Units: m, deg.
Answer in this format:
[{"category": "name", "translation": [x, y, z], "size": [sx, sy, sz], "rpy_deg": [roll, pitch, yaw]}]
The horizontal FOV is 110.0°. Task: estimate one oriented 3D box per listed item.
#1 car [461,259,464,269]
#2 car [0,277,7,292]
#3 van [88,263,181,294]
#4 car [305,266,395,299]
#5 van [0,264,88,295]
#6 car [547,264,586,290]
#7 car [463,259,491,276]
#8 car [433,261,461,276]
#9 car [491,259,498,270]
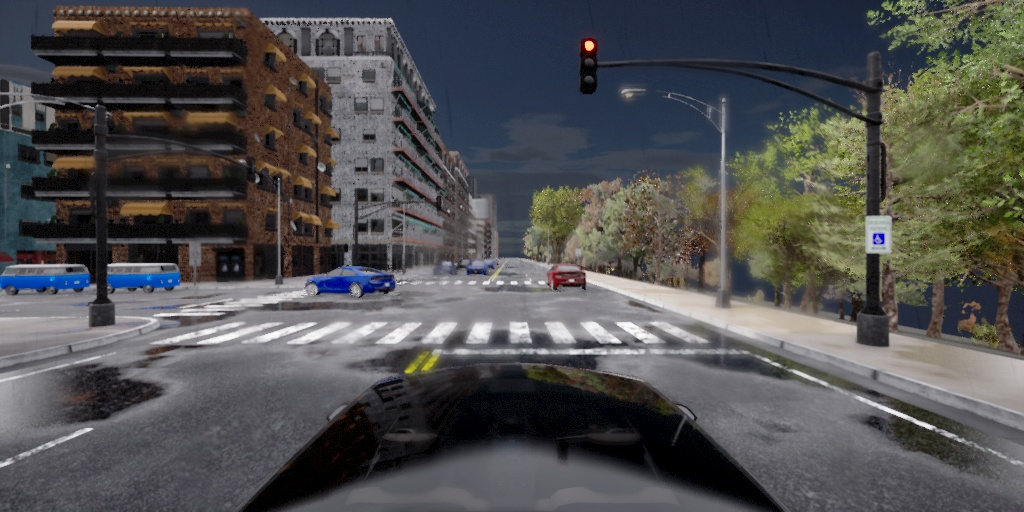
[{"category": "car", "translation": [-6.747, 1.218, 51.554], "size": [1.837, 1.490, 4.892], "rpy_deg": [0, 0, 0]}, {"category": "car", "translation": [-22.669, 1.612, 13.601], "size": [4.207, 1.307, 1.802], "rpy_deg": [0, 0, -1]}, {"category": "van", "translation": [-22.783, 1.330, 21.947], "size": [3.998, 1.789, 1.690], "rpy_deg": [0, 0, -1]}, {"category": "car", "translation": [-8.428, 1.296, 18.594], "size": [5.008, 1.535, 1.882], "rpy_deg": [-1, -1, 23]}, {"category": "van", "translation": [-28.384, 1.404, 21.852], "size": [3.998, 1.789, 1.690], "rpy_deg": [0, 0, -1]}, {"category": "car", "translation": [3.279, 1.209, 22.210], "size": [1.882, 1.535, 5.008], "rpy_deg": [0, 0, 0]}, {"category": "car", "translation": [-3.458, 1.197, 36.386], "size": [1.882, 1.535, 5.008], "rpy_deg": [0, 0, 0]}, {"category": "car", "translation": [-6.707, 1.245, 36.370], "size": [1.812, 1.442, 4.674], "rpy_deg": [0, 0, 0]}, {"category": "car", "translation": [-3.500, 1.189, 52.139], "size": [1.882, 1.535, 5.008], "rpy_deg": [0, 0, 0]}]
